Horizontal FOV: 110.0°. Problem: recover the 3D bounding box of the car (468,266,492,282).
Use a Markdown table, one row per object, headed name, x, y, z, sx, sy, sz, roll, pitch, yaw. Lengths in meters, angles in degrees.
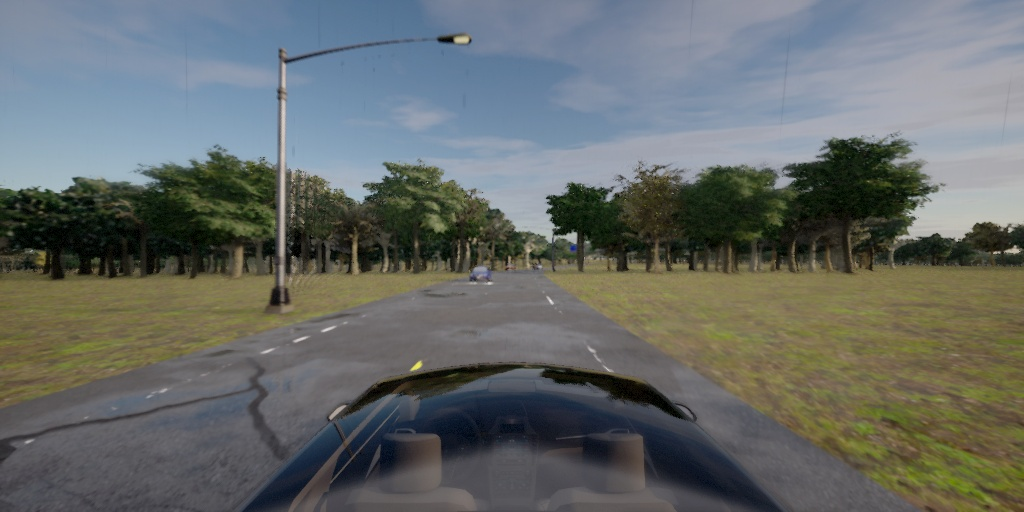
| name | x | y | z | sx | sy | sz | roll | pitch | yaw |
| --- | --- | --- | --- | --- | --- | --- | --- | --- | --- |
| car | -2.953 | 1.716 | 34.682 | 1.812 | 1.442 | 4.674 | 0 | -1 | 2 |
